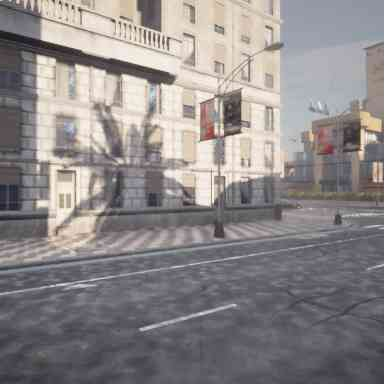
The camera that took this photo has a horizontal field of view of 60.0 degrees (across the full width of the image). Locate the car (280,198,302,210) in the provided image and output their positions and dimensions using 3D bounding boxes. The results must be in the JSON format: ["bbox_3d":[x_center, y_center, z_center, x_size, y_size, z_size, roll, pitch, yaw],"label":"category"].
[{"bbox_3d":[11.744,1.546,43.630,2.033,1.411,5.357,0,0,-36],"label":"car"}]
